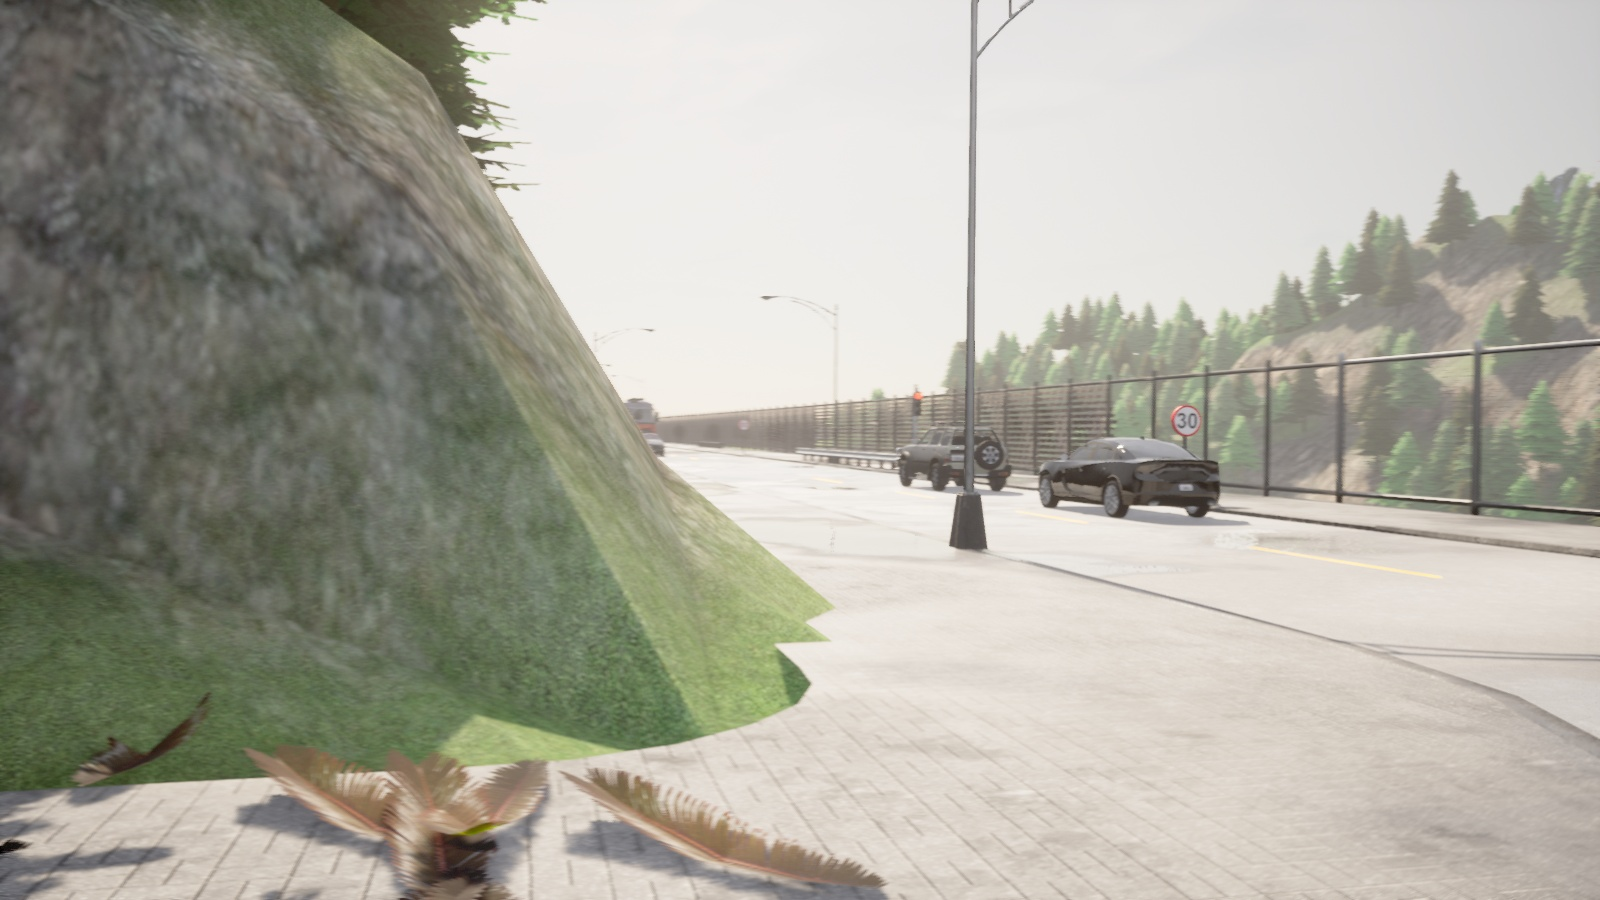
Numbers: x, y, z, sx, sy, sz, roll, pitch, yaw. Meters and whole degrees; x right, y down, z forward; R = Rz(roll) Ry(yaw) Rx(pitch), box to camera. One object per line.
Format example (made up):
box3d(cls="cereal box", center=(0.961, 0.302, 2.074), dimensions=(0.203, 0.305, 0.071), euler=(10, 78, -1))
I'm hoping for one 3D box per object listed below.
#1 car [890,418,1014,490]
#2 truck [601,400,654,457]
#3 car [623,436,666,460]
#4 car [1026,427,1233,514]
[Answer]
box3d(cls="car", center=(4.120, 0.068, 34.823), dimensions=(1.932, 1.855, 4.605), euler=(-1, 1, -13))
box3d(cls="truck", center=(-12.189, -1.487, 88.217), dimensions=(2.891, 3.827, 8.468), euler=(-1, 1, -13))
box3d(cls="car", center=(-9.560, -0.142, 76.820), dimensions=(2.033, 1.411, 5.357), euler=(-1, 1, -13))
box3d(cls="car", center=(6.391, 0.342, 25.063), dimensions=(1.882, 1.535, 5.008), euler=(-1, 1, -13))
